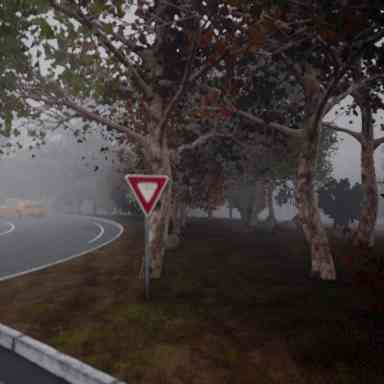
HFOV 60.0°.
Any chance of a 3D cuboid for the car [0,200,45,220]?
[{"bbox_3d":[-14.277,1.395,27.637,5.008,1.535,1.882,-1,-1,35],"label":"car"}]
